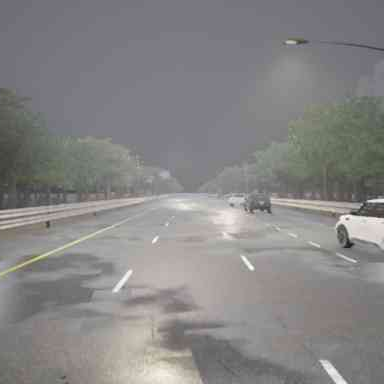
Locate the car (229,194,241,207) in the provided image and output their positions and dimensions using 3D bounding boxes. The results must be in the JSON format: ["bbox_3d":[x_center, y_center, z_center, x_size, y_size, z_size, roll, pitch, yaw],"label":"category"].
[{"bbox_3d":[7.076,1.253,52.382,2.150,2.045,5.566,0,0,0],"label":"car"}]

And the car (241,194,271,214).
[{"bbox_3d":[7.050,1.232,36.079,2.150,2.045,5.566,0,0,0],"label":"car"}]

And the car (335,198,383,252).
[{"bbox_3d":[7.010,1.226,11.424,2.150,2.045,5.566,0,0,0],"label":"car"}]
